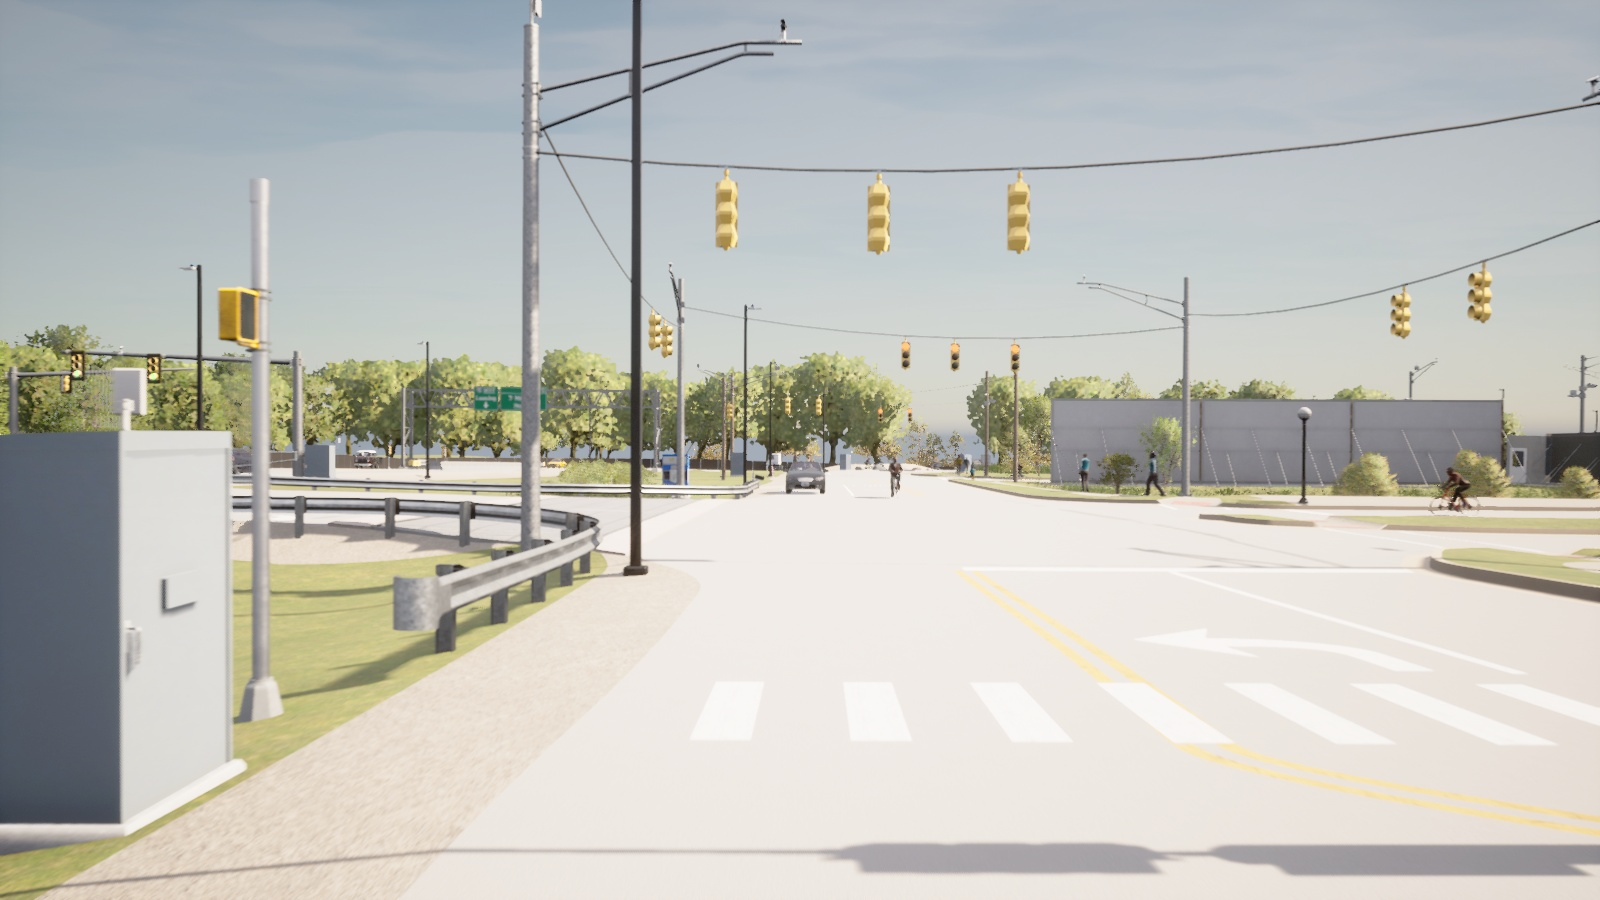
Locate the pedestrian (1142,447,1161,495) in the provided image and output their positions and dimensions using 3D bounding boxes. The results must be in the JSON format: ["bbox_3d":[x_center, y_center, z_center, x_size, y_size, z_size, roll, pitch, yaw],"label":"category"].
[{"bbox_3d":[14.450,0.857,51.615,0.692,1.930,0.396,0,1,32],"label":"pedestrian"}]

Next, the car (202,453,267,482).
[{"bbox_3d":[-30.710,0.954,68.296,1.845,1.501,3.633,0,-1,1],"label":"car"}]

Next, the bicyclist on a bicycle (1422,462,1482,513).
[{"bbox_3d":[21.291,1.222,41.031,1.656,1.620,0.582,0,0,0],"label":"bicyclist on a bicycle"}]

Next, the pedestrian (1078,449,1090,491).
[{"bbox_3d":[13.188,0.913,58.274,0.396,1.930,0.692,0,1,-1],"label":"pedestrian"}]

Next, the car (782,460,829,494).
[{"bbox_3d":[0.286,1.253,59.728,2.128,1.511,4.902,0,0,1],"label":"car"}]
